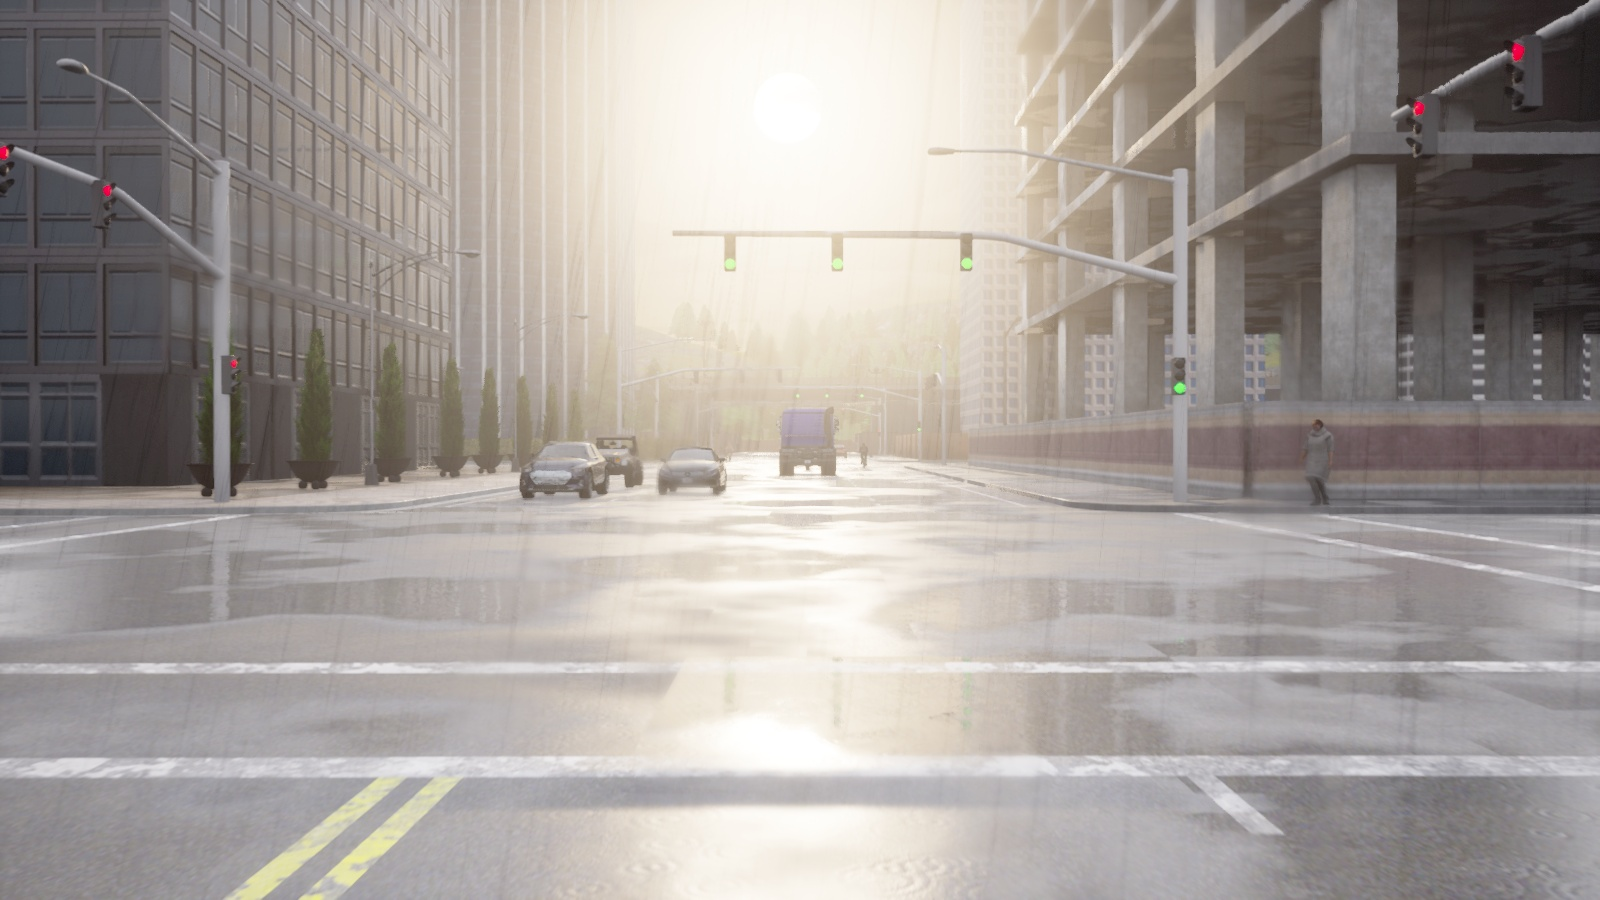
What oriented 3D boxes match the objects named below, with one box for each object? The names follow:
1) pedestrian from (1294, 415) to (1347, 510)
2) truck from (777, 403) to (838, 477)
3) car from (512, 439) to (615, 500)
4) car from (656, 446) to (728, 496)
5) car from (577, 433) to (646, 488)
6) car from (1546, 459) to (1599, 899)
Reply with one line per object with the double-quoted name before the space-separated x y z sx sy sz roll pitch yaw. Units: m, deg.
"pedestrian" 10.891 0.247 26.280 0.873 1.952 0.659 0 0 -35
"truck" 0.378 -0.494 63.187 2.891 3.462 7.936 0 0 0
"car" -6.776 0.522 36.480 2.033 1.649 4.856 0 0 0
"car" -3.263 0.611 38.711 1.812 1.442 4.674 0 0 0
"car" -6.726 0.352 45.143 1.905 1.878 3.866 0 0 0
"car" 3.527 0.767 2.089 1.812 1.442 4.674 0 0 0
